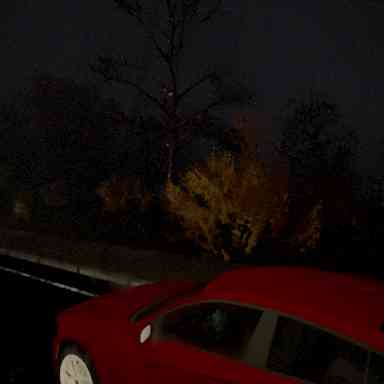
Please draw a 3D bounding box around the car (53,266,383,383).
[{"bbox_3d":[0.694,1.477,3.080,5.008,1.535,1.882,0,0,36],"label":"car"}]
